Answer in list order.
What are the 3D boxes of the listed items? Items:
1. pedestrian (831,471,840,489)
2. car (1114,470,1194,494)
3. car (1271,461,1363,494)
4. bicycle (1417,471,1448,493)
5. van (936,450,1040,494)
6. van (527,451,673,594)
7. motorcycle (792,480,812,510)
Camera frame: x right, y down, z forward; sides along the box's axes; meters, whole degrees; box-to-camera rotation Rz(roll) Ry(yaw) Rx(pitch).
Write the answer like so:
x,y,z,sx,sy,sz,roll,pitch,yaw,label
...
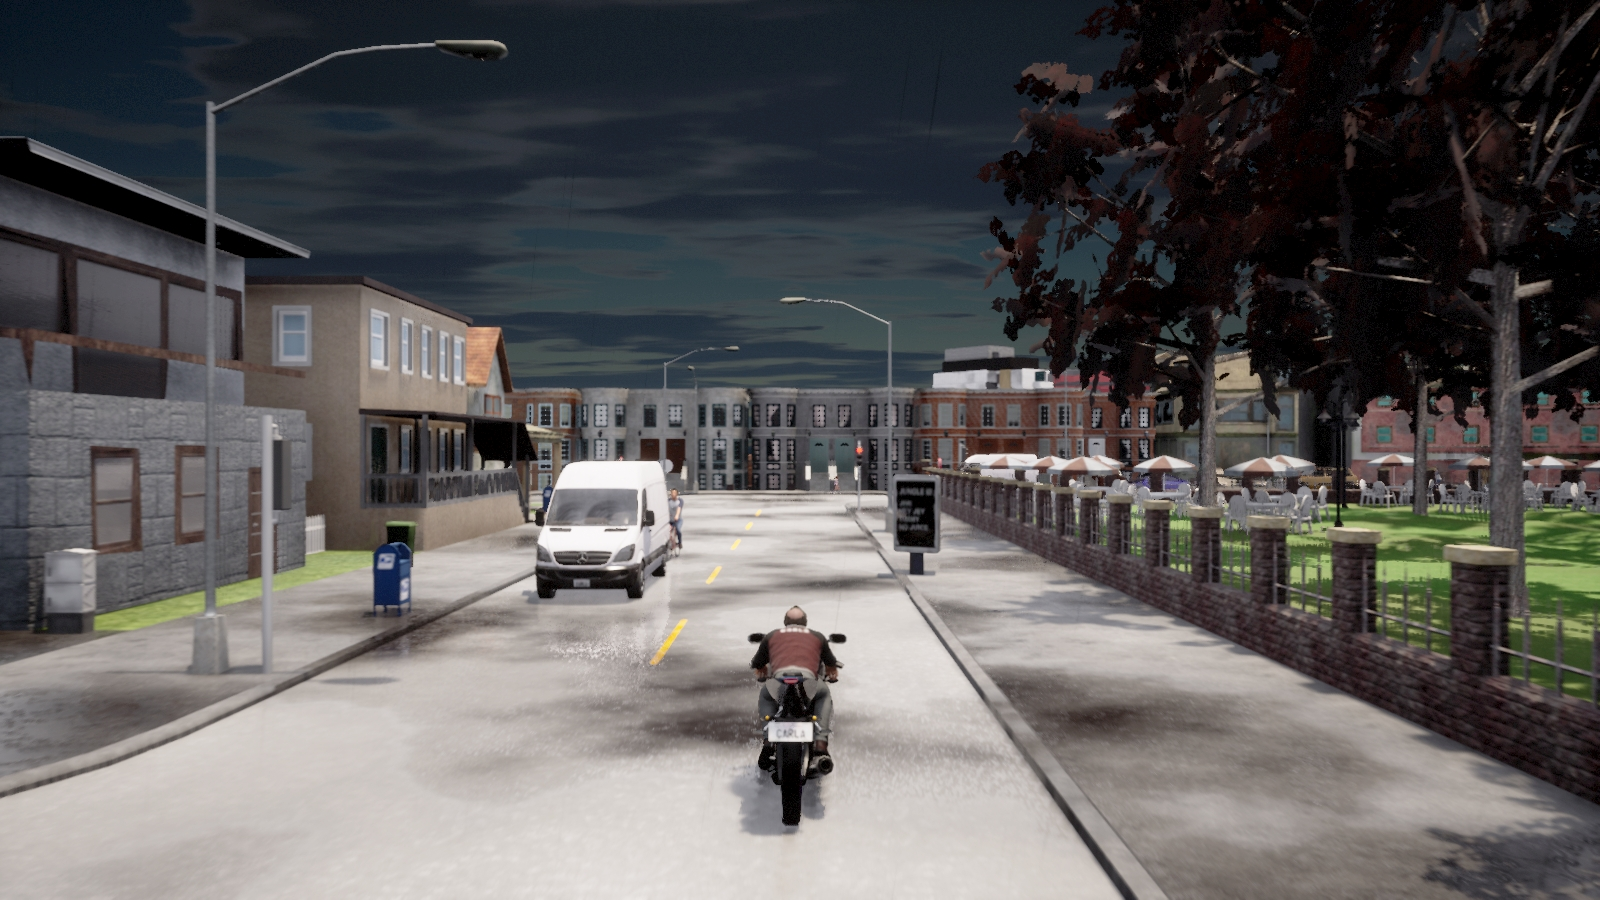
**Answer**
x,y,z,sx,sy,sz,roll,pitch,yaw,label
2.229,1.892,71.232,0.500,1.100,0.500,0,0,11,pedestrian
21.216,1.886,68.512,4.181,1.385,1.994,0,0,0,car
30.868,1.631,68.256,4.605,1.855,1.932,0,0,2,car
37.829,1.925,68.363,1.643,1.296,0.373,0,0,3,bicycle
11.264,1.302,68.564,5.915,2.561,1.988,0,0,0,van
-3.939,1.310,23.570,1.988,2.561,5.915,0,0,0,van
0.096,1.976,51.037,0.867,1.251,2.209,0,0,2,motorcycle
